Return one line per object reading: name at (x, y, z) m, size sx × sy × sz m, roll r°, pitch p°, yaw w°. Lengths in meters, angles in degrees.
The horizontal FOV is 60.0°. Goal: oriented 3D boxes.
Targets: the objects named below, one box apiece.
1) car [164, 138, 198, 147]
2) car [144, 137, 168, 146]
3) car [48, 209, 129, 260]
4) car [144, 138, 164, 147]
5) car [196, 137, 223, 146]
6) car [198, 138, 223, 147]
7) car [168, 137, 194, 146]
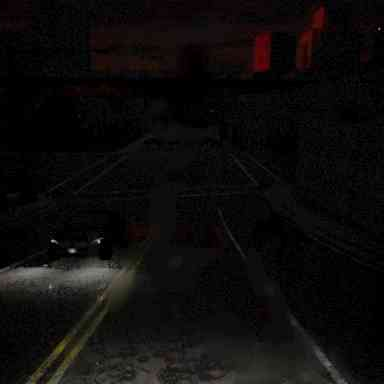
car at (-2.052, -9.168, 61.519) m, size 4.974 × 1.542 × 2.038 m, roll -10°, pitch 17°, yaw -35°
car at (-6.698, -9.341, 61.534) m, size 4.536 × 1.218 × 1.853 m, roll 13°, pitch 19°, yaw 42°
car at (-3.550, 1.394, 12.227) m, size 1.812 × 1.442 × 4.674 m, roll 0°, pitch 2°, yaw 1°
car at (-6.660, -9.180, 61.537) m, size 4.974 × 1.542 × 2.038 m, roll 13°, pitch 19°, yaw 42°
car at (3.274, -9.499, 62.239) m, size 4.536 × 1.218 × 1.853 m, roll 8°, pitch 16°, yaw 28°
car at (3.320, -9.340, 62.253) m, size 4.974 × 1.542 × 2.038 m, roll 8°, pitch 16°, yaw 28°
car at (-2.010, -9.328, 61.511) m, size 4.536 × 1.218 × 1.853 m, roll -10°, pitch 17°, yaw -35°
